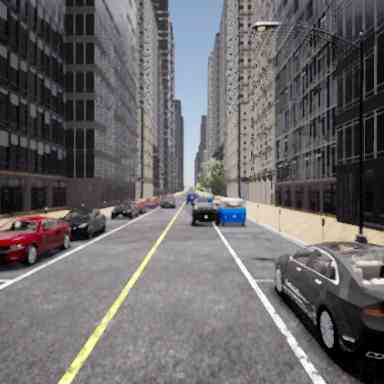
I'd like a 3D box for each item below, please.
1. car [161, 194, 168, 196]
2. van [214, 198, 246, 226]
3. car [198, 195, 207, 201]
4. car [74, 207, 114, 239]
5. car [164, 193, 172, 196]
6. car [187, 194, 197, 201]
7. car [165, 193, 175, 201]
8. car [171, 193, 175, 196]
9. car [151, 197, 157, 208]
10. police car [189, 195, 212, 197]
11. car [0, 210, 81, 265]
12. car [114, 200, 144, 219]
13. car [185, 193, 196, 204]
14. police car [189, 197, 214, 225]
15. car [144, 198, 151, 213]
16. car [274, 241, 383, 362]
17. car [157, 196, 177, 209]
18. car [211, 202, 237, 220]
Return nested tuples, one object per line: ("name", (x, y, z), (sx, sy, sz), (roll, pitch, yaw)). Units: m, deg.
("car", (-5.684, 1.534, 57.172), (1.802, 1.307, 4.206), (0, 0, 0))
("van", (2.690, 1.326, 22.988), (1.690, 1.788, 3.998), (0, 0, 0))
("car", (2.702, 1.456, 85.654), (2.008, 1.369, 4.403), (0, 0, 0))
("car", (-5.690, 1.556, 17.293), (1.947, 1.339, 4.313), (0, 0, 0))
("car", (-5.681, 1.501, 68.566), (1.947, 1.339, 4.313), (0, 0, 0))
("car", (0.013, 1.289, 74.916), (2.128, 1.511, 4.902), (0, 0, 0))
("car", (-5.679, 1.220, 85.656), (2.192, 1.841, 5.009), (0, 0, 0))
("car", (-5.681, 1.240, 74.262), (2.192, 1.841, 5.009), (0, 0, 0))
("car", (-5.685, 1.547, 45.778), (1.802, 1.307, 4.206), (0, 0, 0))
("police car", (0.906, 1.402, 33.983), (1.930, 1.638, 5.238), (0, 0, 0))
("car", (-5.691, 1.538, 11.596), (1.887, 1.381, 4.507), (0, 0, 0))
("car", (-5.688, 1.547, 28.686), (1.947, 1.339, 4.313), (0, 0, 0))
("car", (0.011, 1.169, 59.946), (2.150, 2.045, 5.566), (0, 0, 0))
("police car", (0.905, 1.410, 23.983), (1.930, 1.638, 5.238), (0, 0, 0))
("car", (-5.687, 1.521, 34.384), (1.887, 1.381, 4.507), (0, 0, 0))
("car", (2.688, 1.548, 5.897), (2.008, 1.369, 4.403), (0, 0, 0))
("car", (-3.081, 1.531, 43.847), (1.994, 1.385, 4.181), (0, 0, 0))
("car", (2.692, 1.563, 28.684), (1.802, 1.307, 4.206), (0, 0, 0))
